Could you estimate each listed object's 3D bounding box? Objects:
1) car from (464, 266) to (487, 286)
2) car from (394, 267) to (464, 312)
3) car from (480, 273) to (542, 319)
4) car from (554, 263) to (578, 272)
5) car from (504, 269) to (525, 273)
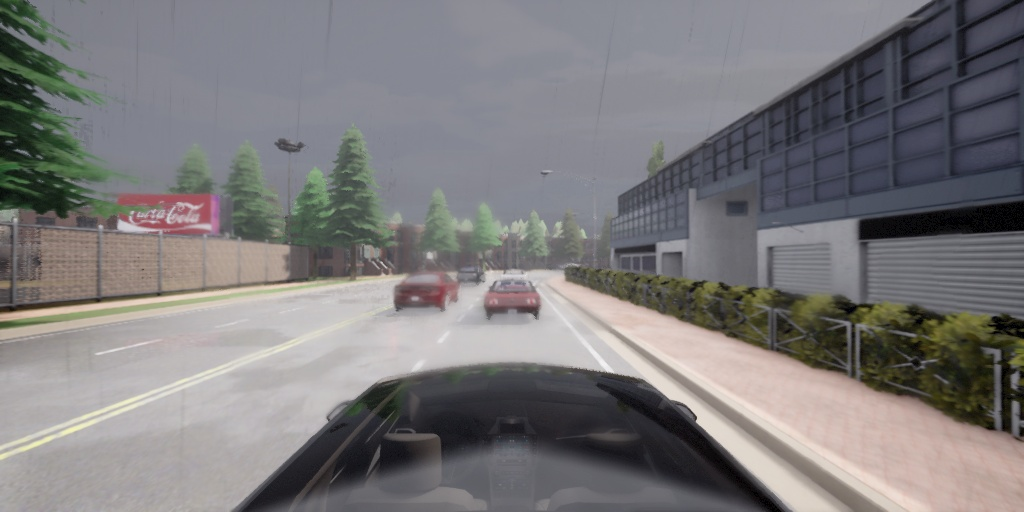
[{"bbox_3d":[-3.220,1.583,29.107,2.128,1.511,4.902,0,-1,4],"label":"car"},{"bbox_3d":[-3.443,1.397,15.282,1.882,1.535,5.008,0,0,0],"label":"car"},{"bbox_3d":[0.043,1.498,13.514,1.895,1.301,4.718,0,-1,1],"label":"car"},{"bbox_3d":[10.083,2.039,63.071,4.674,1.442,1.812,1,-1,-40],"label":"car"},{"bbox_3d":[0.224,1.684,28.494,1.895,1.301,4.718,0,-1,4],"label":"car"}]
